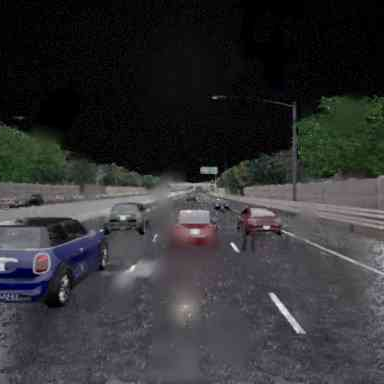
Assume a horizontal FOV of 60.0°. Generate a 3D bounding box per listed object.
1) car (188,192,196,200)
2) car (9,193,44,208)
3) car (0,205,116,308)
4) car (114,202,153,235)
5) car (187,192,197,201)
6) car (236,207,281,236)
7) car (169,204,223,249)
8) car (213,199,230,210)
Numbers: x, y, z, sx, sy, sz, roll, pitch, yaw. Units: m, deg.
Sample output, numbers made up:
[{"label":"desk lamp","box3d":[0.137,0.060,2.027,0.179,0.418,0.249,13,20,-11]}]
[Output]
[{"label":"car","box3d":[-0.035,1.012,92.598,2.150,2.045,5.566,0,0,0]},{"label":"car","box3d":[-21.020,1.183,42.556,2.150,2.045,5.566,0,0,0]},{"label":"car","box3d":[-3.505,1.356,8.090,2.097,1.767,4.553,0,0,0]},{"label":"car","box3d":[-3.509,1.354,19.091,2.097,1.767,4.553,0,0,0]},{"label":"car","box3d":[-0.033,1.374,76.790,1.837,1.490,4.892,0,0,0]},{"label":"car","box3d":[3.594,1.528,18.342,1.812,1.442,4.674,0,0,0]},{"label":"car","box3d":[0.083,1.507,14.628,2.163,1.488,4.792,0,0,-1]},{"label":"car","box3d":[3.583,1.581,41.754,1.895,1.301,4.718,0,0,0]}]
